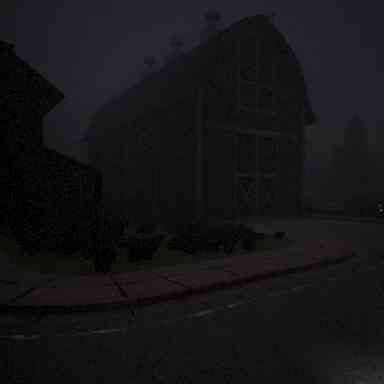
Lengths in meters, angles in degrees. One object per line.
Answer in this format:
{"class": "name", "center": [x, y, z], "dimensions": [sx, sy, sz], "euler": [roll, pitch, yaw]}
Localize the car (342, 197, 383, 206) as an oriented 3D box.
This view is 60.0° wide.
{"class": "car", "center": [18.240, 1.363, 35.109], "dimensions": [2.097, 1.767, 4.553], "euler": [0, 0, -34]}
